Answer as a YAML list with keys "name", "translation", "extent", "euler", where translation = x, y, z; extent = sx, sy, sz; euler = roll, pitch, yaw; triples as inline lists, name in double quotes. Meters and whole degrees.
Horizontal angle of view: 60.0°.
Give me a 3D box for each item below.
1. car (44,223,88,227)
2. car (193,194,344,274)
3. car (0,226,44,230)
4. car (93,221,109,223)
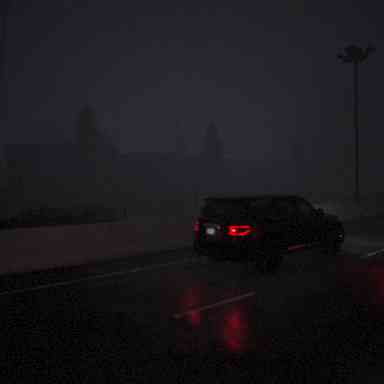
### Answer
- name: "car"
  translation: [-7.666, 1.441, 15.918]
  extent: [5.008, 1.535, 1.882]
  euler: [-1, 1, -38]
- name: "car"
  translation: [2.567, 1.081, 10.419]
  extent: [5.566, 2.045, 2.150]
  euler: [-1, 1, -39]
- name: "car"
  translation: [-7.708, 1.571, 11.548]
  extent: [4.181, 1.385, 1.994]
  euler: [-1, 1, -36]
- name: "car"
  translation: [-7.199, 1.414, 20.721]
  extent: [4.892, 1.490, 1.837]
  euler: [-1, 1, -40]
